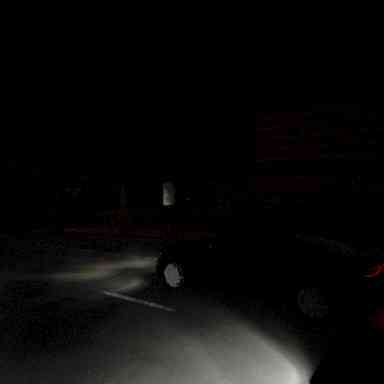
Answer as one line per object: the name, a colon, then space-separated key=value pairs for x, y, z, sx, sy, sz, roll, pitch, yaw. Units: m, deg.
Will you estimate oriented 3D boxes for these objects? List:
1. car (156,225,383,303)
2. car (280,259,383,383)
car: x=1.442 y=1.465 z=7.261 sx=5.008 sy=1.535 sz=1.882 roll=0 pitch=0 yaw=36
car: x=3.343 y=1.558 z=1.607 sx=5.357 sy=1.411 sz=2.033 roll=0 pitch=0 yaw=36
